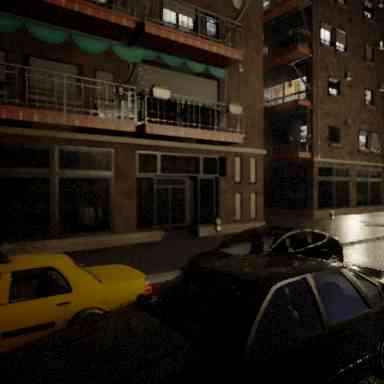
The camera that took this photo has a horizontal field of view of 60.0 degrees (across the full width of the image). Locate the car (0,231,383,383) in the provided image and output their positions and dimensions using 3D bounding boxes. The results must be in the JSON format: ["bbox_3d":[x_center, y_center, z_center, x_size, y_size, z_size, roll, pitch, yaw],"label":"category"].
[{"bbox_3d":[0.755,1.518,3.872,5.357,1.411,2.033,-1,0,-35],"label":"car"}]

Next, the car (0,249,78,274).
[{"bbox_3d":[-2.853,1.522,4.521,4.829,1.417,1.752,-1,1,-35],"label":"car"}]

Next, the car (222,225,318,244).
[{"bbox_3d":[1.811,1.502,7.787,4.313,1.339,1.947,-1,1,-35],"label":"car"}]
